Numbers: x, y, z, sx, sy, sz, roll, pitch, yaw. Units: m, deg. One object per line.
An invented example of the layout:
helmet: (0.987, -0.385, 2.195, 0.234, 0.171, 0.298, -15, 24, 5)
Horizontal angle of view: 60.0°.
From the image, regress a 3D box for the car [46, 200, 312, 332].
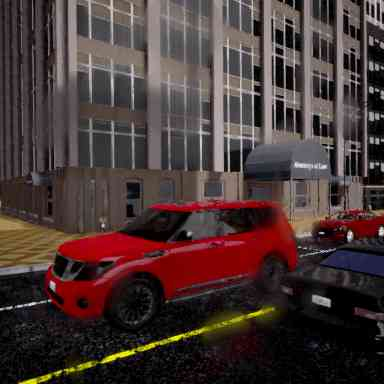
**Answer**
car: (-0.084, 1.221, 7.184, 5.566, 2.045, 2.150, 0, 0, -36)

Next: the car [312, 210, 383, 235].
car: (7.474, 1.542, 15.764, 4.507, 1.381, 1.887, 0, -1, -35)

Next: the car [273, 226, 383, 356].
car: (3.821, 1.546, 6.036, 5.357, 1.411, 2.033, 0, 0, -36)
